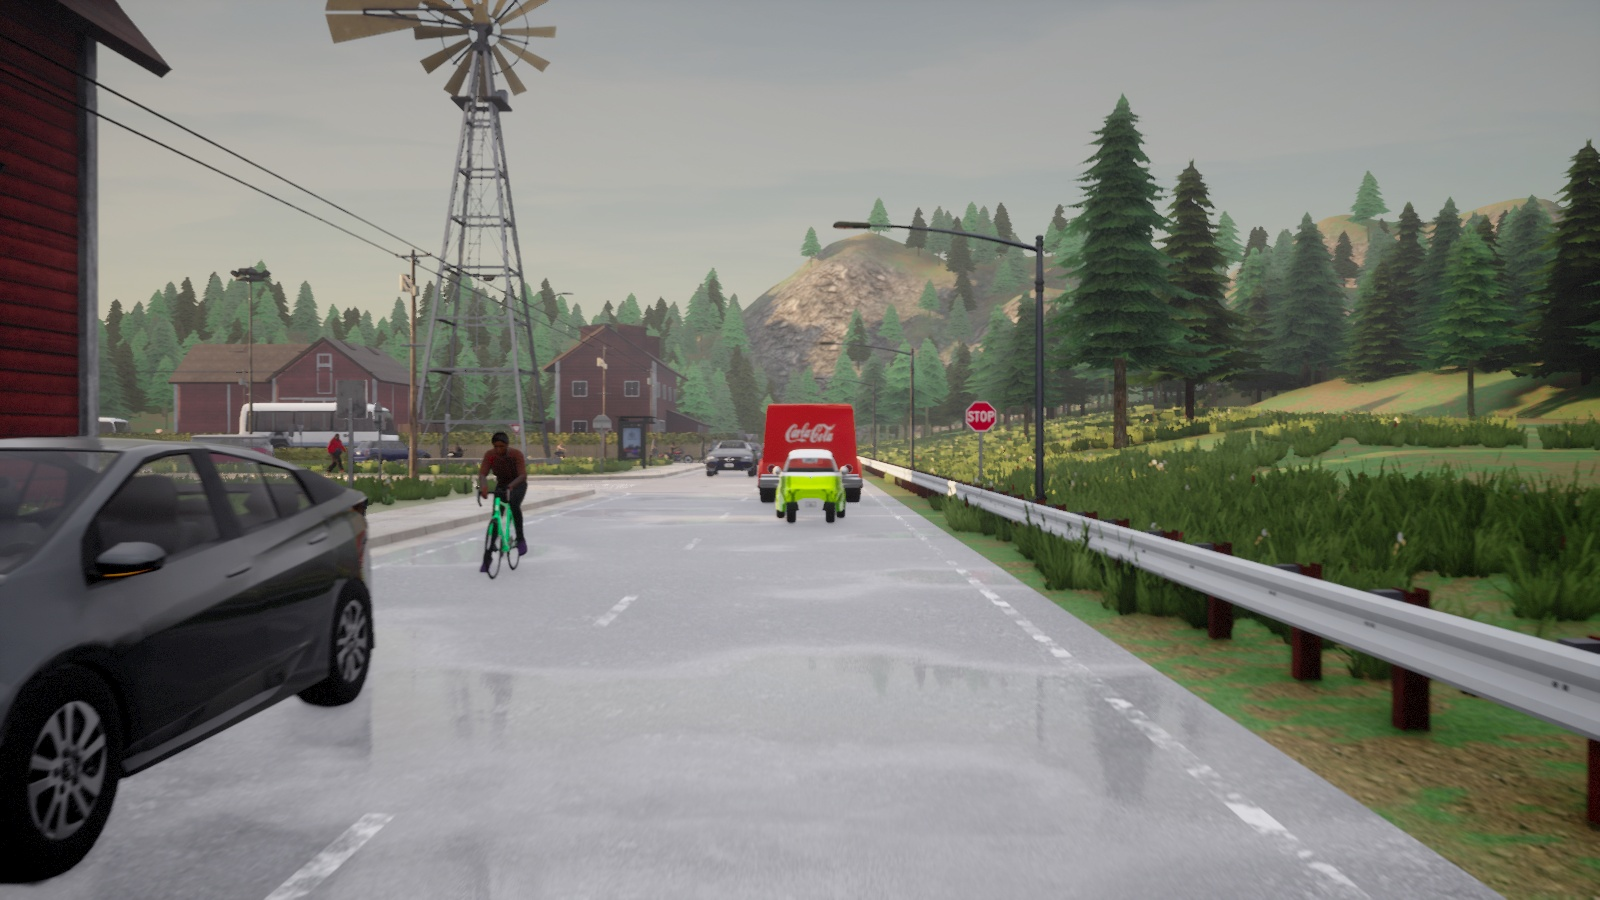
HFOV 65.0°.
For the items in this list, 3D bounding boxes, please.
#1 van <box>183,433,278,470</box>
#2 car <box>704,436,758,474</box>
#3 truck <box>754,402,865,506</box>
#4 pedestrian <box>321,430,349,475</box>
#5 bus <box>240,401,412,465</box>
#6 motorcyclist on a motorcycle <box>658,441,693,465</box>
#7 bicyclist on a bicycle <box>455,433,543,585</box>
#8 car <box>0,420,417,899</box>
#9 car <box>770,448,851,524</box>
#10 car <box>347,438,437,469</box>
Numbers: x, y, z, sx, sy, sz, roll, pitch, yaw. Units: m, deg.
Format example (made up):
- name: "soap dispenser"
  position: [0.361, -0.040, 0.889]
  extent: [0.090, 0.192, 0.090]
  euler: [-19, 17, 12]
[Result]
- name: "van"
  position: [-31.236, 0.085, 68.985]
  extent: [4.442, 1.987, 1.775]
  euler: [0, 0, -6]
- name: "car"
  position: [-3.074, 0.203, 56.789]
  extent: [2.152, 1.651, 5.027]
  euler: [0, 0, 0]
- name: "truck"
  position: [0.252, 0.078, 32.385]
  extent: [2.627, 2.467, 5.204]
  euler: [0, 0, 1]
- name: "pedestrian"
  position: [-19.378, 0.091, 52.361]
  extent: [0.899, 1.844, 0.634]
  euler: [0, 0, 20]
- name: "bus"
  position: [-32.327, -1.140, 85.966]
  extent: [10.273, 4.253, 3.944]
  euler: [0, 0, 0]
- name: "motorcyclist on a motorcycle"
  position: [-8.513, 0.205, 85.985]
  extent: [2.350, 1.649, 0.766]
  euler: [0, 0, -1]
- name: "bicyclist on a bicycle"
  position: [-3.374, 0.617, 14.200]
  extent: [0.582, 1.620, 1.656]
  euler: [0, 1, 0]
- name: "car"
  position: [-3.433, 0.659, 5.664]
  extent: [2.007, 1.525, 4.514]
  euler: [0, 0, 0]
- name: "car"
  position: [0.197, 0.665, 24.156]
  extent: [1.481, 1.376, 2.207]
  euler: [0, 1, 0]
- name: "car"
  position: [-23.841, 0.172, 73.459]
  extent: [2.097, 1.767, 4.553]
  euler: [0, 0, 43]
